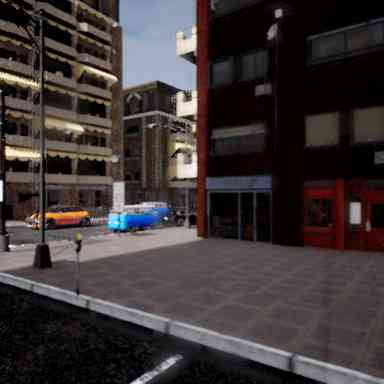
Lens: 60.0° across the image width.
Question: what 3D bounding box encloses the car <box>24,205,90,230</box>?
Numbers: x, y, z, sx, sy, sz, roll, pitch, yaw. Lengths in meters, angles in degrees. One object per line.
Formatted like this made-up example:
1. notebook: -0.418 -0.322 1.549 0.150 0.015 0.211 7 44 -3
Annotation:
1. car: -9.973 1.798 24.823 2.097 1.767 4.553 0 -1 35

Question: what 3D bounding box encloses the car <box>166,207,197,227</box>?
1. car: -0.844 2.135 27.761 1.947 1.339 4.313 -2 -2 35

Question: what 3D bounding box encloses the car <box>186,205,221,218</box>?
1. car: 1.512 2.334 40.990 1.837 1.490 4.892 0 -1 35

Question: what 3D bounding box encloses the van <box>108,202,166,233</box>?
1. van: -3.914 1.803 23.151 1.690 1.788 3.998 -2 -2 35
